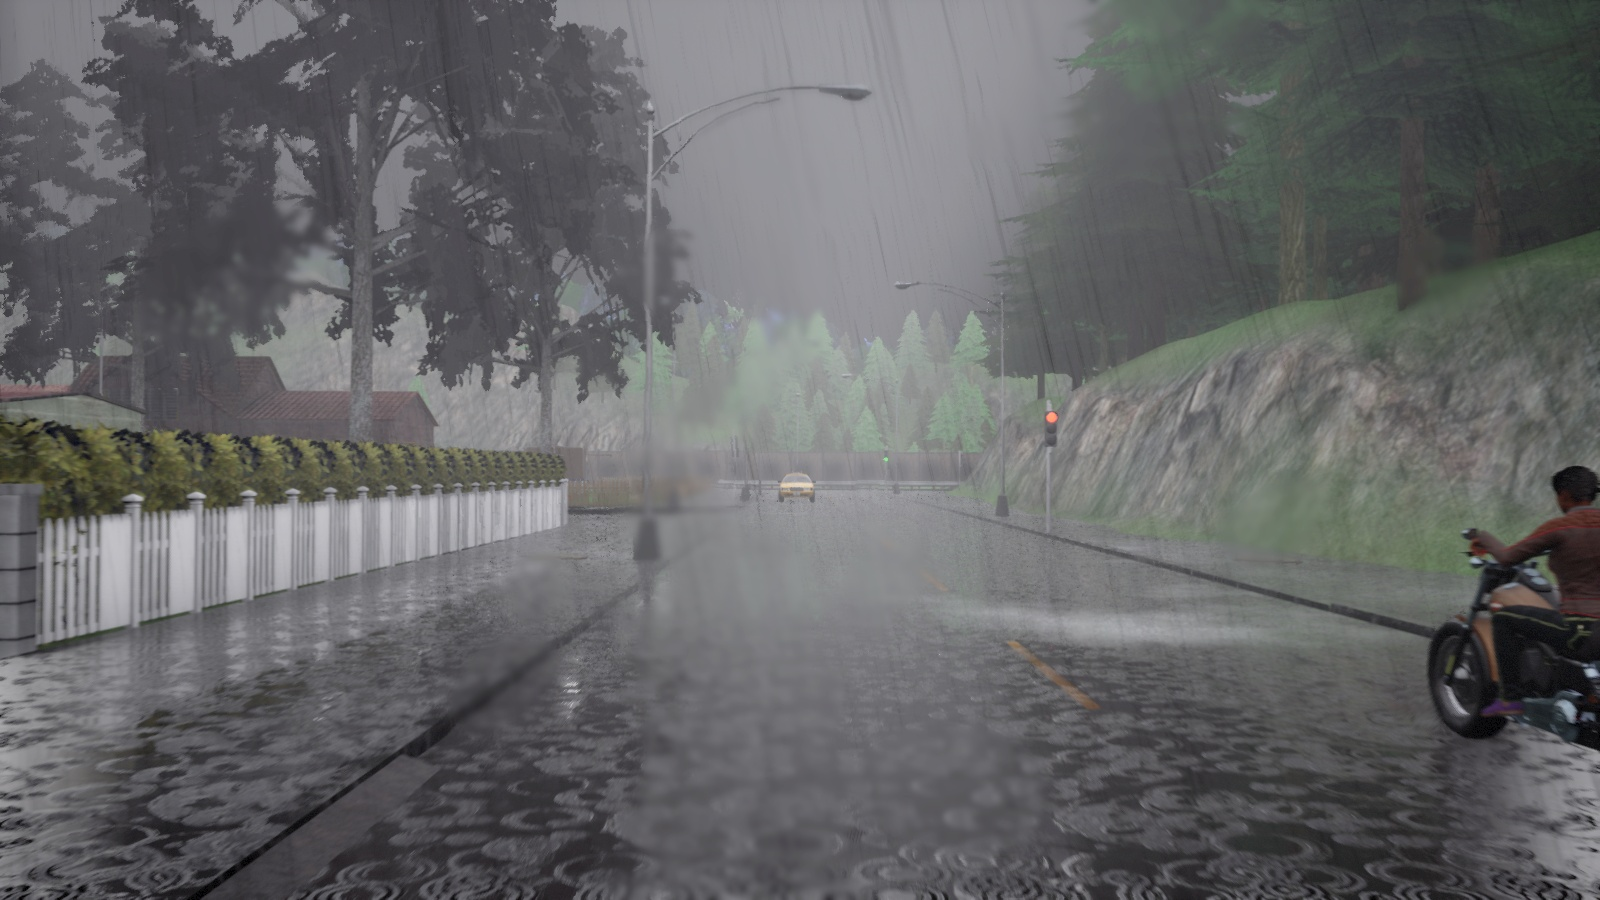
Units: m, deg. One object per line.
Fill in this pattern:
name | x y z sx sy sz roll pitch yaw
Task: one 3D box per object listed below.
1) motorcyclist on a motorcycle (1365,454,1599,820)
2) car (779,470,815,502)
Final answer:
motorcyclist on a motorcycle | 3.985 0.863 6.801 0.766 1.649 2.350 0 -1 0
car | -0.150 1.841 64.909 1.801 1.575 5.366 0 -1 0
